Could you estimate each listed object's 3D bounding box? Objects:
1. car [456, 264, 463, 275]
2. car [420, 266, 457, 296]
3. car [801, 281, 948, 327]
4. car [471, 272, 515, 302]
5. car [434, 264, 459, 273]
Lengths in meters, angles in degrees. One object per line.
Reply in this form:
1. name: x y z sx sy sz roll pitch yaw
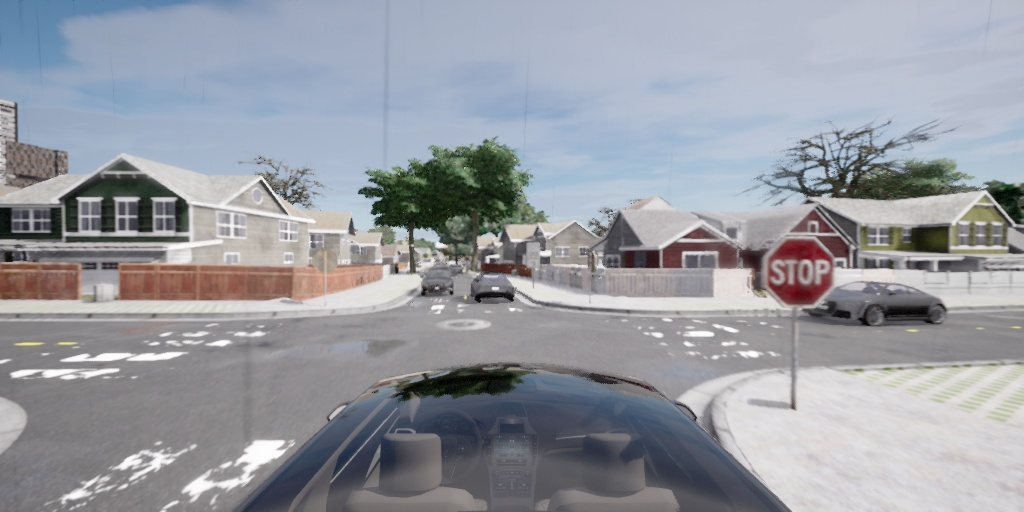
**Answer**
1. car: -8.232 1.927 52.235 2.128 1.511 4.902 0 -1 -15
2. car: -4.481 1.544 22.107 1.837 1.490 4.892 0 -1 -8
3. car: 12.571 1.581 12.550 4.181 1.385 1.994 1 0 -10
4. car: -1.089 1.546 18.950 1.994 1.385 4.181 0 -1 -9
5. car: -6.094 1.721 31.821 2.033 1.411 5.357 0 -1 -12
